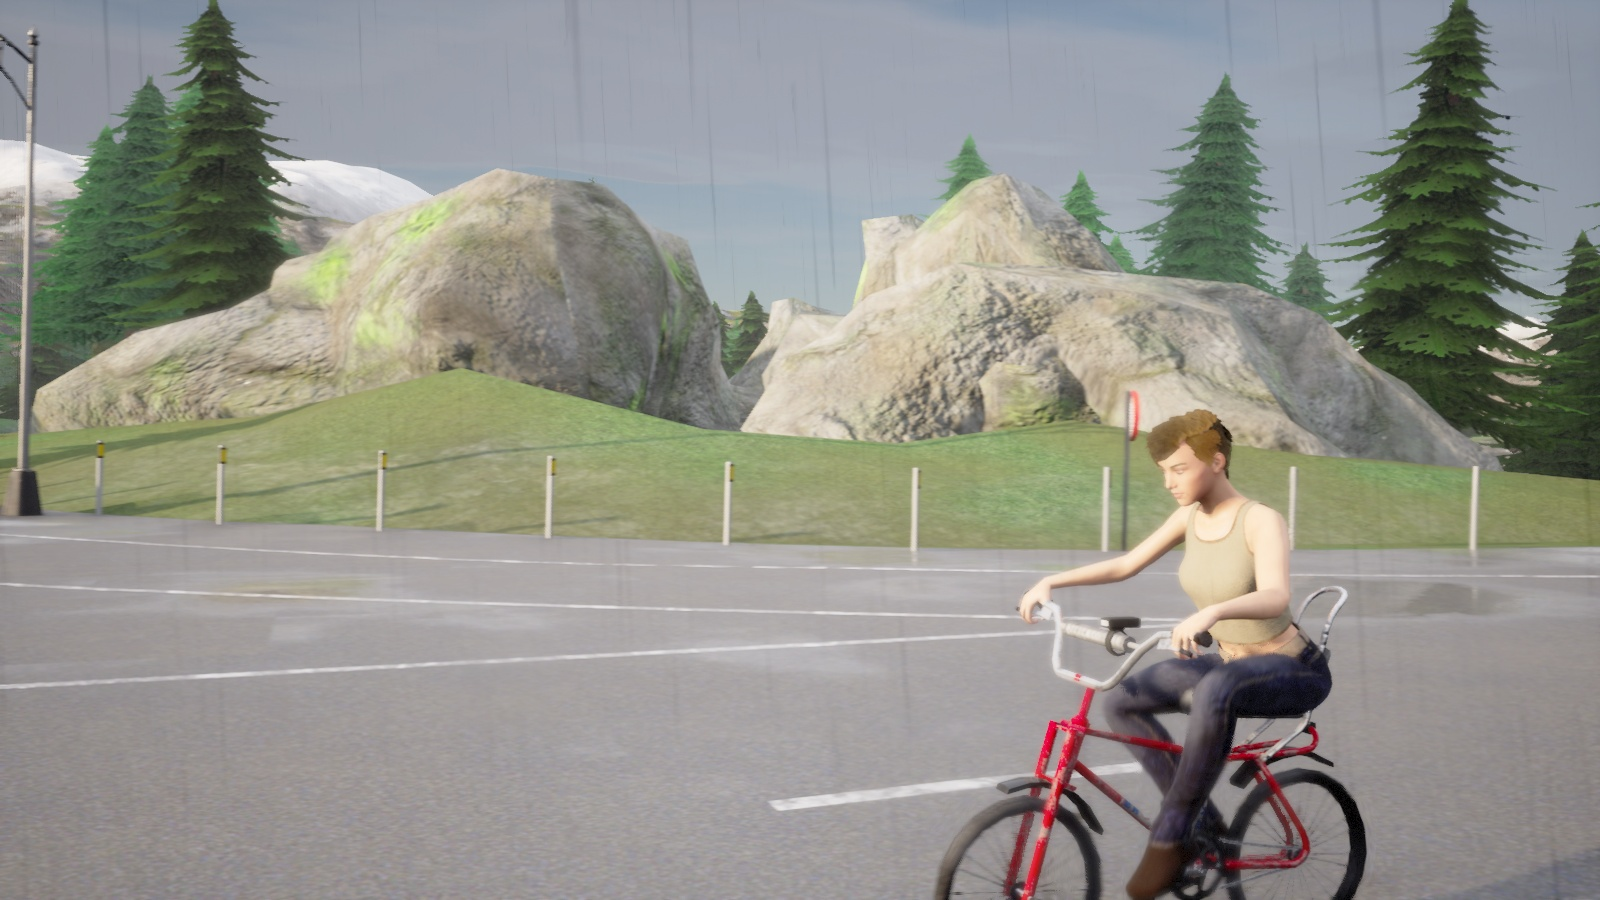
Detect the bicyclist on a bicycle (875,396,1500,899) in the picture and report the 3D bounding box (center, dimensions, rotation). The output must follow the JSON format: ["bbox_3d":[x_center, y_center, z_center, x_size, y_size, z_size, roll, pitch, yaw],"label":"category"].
[{"bbox_3d":[1.093,0.665,3.643,1.509,1.612,0.866,-1,1,-20],"label":"bicyclist on a bicycle"}]
